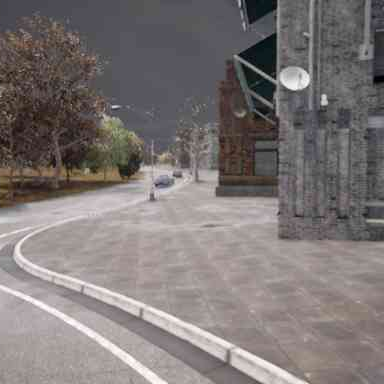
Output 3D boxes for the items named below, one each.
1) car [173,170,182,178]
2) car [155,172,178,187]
[{"bbox_3d":[-2.840,-3.501,64.027,2.128,1.511,4.902,1,6,-3],"label":"car"},{"bbox_3d":[-3.581,-1.491,44.016,2.033,1.411,5.357,1,6,7],"label":"car"}]
